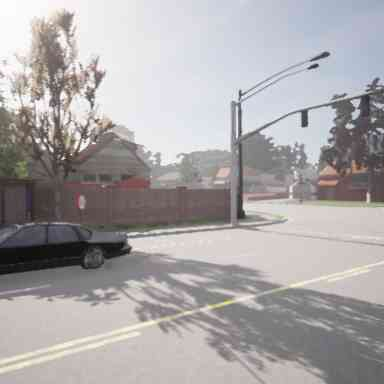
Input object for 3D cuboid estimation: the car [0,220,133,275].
[{"bbox_3d":[-4.411,1.544,9.433,5.357,1.411,2.033,0,0,-35],"label":"car"}]
